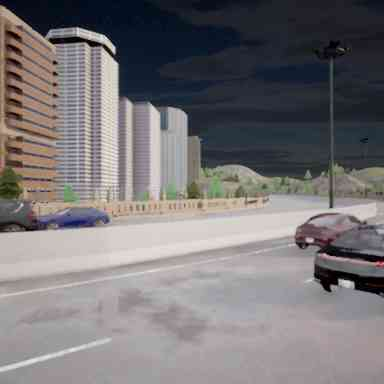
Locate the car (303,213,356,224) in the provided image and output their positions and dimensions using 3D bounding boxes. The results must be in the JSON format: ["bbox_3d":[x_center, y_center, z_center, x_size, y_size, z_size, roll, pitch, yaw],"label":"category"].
[{"bbox_3d":[5.922,1.566,13.556,4.674,1.442,1.812,0,0,-43],"label":"car"}]

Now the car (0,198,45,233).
[{"bbox_3d":[-9.686,1.306,14.382,5.566,2.045,2.150,0,0,-37],"label":"car"}]

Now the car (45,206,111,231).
[{"bbox_3d":[-7.381,1.630,20.665,4.674,1.442,1.812,0,0,-40],"label":"car"}]

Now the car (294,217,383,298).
[{"bbox_3d":[4.740,1.512,7.816,4.902,1.511,2.128,0,0,-40],"label":"car"}]
